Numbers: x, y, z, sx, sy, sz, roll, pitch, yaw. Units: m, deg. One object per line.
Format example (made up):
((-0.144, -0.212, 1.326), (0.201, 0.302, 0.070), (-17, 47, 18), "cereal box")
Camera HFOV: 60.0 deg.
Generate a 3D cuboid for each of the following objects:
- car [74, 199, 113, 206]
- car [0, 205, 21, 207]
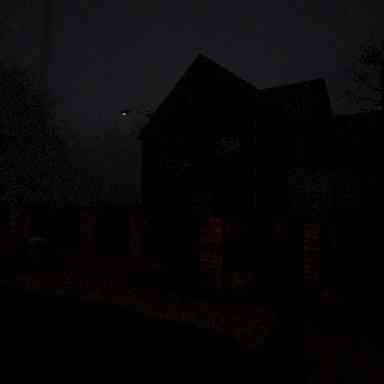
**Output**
((-10.824, 1.600, 36.294), (1.837, 1.490, 4.892), (0, -1, 35), "car")
((-14.426, 1.654, 25.586), (1.895, 1.301, 4.718), (0, 0, 35), "car")
